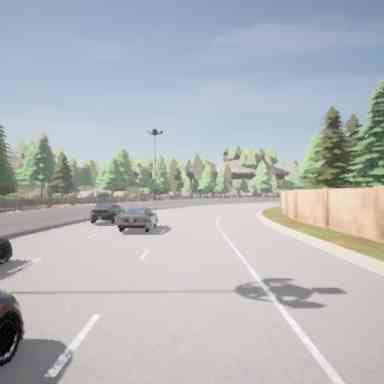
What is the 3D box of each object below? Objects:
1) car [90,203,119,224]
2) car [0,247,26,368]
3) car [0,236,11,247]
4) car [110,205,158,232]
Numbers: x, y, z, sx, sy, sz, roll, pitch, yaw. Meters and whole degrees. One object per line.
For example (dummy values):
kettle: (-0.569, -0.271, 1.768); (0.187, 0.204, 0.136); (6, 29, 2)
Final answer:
car: (-6.526, 1.651, 26.548); (1.837, 1.490, 4.892); (0, 0, 4)
car: (-3.408, 1.581, 3.135); (1.994, 1.385, 4.181); (0, 0, 0)
car: (-6.904, 1.615, 9.277); (1.994, 1.385, 4.181); (0, 0, 0)
car: (-3.337, 1.664, 21.132); (2.033, 1.411, 5.357); (0, 0, 2)
